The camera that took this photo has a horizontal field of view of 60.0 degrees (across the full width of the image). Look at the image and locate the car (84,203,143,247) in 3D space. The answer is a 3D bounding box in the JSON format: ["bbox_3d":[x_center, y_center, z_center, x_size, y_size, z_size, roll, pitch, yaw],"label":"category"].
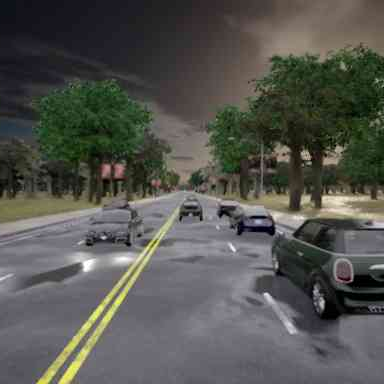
[{"bbox_3d":[-3.366,1.486,15.090,1.837,1.490,4.892,0,0,0],"label":"car"}]

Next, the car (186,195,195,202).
[{"bbox_3d":[-0.299,1.443,74.101,1.994,1.385,4.181,0,0,0],"label":"car"}]

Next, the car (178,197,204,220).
[{"bbox_3d":[-0.090,1.470,28.090,1.837,1.490,4.892,0,0,0],"label":"car"}]

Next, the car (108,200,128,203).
[{"bbox_3d":[-6.653,1.454,29.712,2.128,1.511,4.902,0,0,0],"label":"car"}]

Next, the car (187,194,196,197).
[{"bbox_3d":[-0.083,1.276,56.002,2.097,1.767,4.553,0,0,0],"label":"car"}]

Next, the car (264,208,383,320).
[{"bbox_3d":[3.246,1.342,7.479,2.097,1.767,4.553,0,0,0],"label":"car"}]

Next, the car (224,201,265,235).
[{"bbox_3d":[3.228,1.480,18.544,2.163,1.488,4.792,0,0,0],"label":"car"}]

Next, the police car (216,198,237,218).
[{"bbox_3d":[3.198,1.388,29.630,1.930,1.638,5.238,0,0,0],"label":"police car"}]
